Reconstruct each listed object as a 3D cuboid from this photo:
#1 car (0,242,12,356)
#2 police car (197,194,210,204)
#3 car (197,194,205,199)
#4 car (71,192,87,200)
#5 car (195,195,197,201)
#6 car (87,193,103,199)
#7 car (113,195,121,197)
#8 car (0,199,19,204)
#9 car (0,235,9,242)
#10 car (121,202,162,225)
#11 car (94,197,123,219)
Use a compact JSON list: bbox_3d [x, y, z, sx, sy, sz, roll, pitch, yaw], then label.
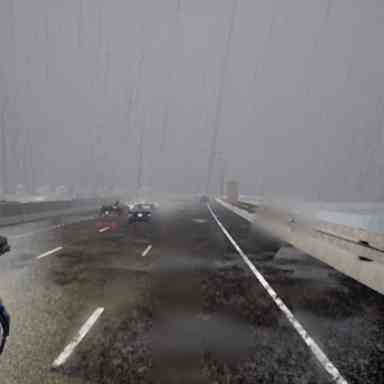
[{"bbox_3d":[-3.425,1.517,2.651,1.812,1.442,4.674,0,0,0],"label":"car"},{"bbox_3d":[2.253,1.299,59.201,1.930,1.638,5.238,0,0,2],"label":"police car"},{"bbox_3d":[2.543,1.318,93.356,1.994,1.385,4.181,0,0,3],"label":"car"},{"bbox_3d":[-23.113,1.096,69.303,2.150,2.045,5.566,0,0,2],"label":"car"},{"bbox_3d":[1.723,1.311,76.964,1.895,1.301,4.718,0,0,3],"label":"car"},{"bbox_3d":[-19.615,1.370,69.182,1.837,1.490,4.892,0,0,2],"label":"car"},{"bbox_3d":[-16.027,1.372,71.233,1.812,1.442,4.674,0,0,2],"label":"car"},{"bbox_3d":[-17.320,1.417,30.176,2.128,1.511,4.902,0,0,1],"label":"car"},{"bbox_3d":[-6.880,1.522,8.494,2.033,1.411,5.357,0,0,0],"label":"car"},{"bbox_3d":[-3.238,1.487,23.439,2.033,1.411,5.357,0,0,1],"label":"car"},{"bbox_3d":[-6.654,1.419,28.646,2.128,1.511,4.902,0,0,1],"label":"car"}]
